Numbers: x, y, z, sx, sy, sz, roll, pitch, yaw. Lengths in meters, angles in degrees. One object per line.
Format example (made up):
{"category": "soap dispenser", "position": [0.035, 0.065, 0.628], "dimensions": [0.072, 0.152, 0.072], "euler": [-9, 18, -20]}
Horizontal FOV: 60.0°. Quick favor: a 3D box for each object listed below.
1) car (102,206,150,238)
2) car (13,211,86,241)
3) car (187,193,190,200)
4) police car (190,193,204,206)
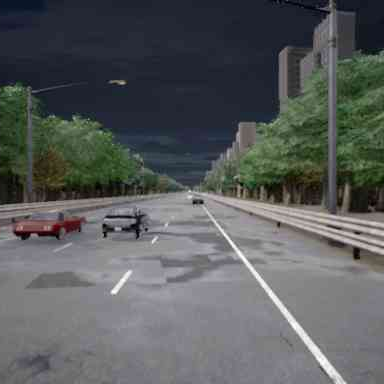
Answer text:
{"category": "car", "position": [-3.409, 1.496, 17.748], "dimensions": [2.128, 1.511, 4.902], "euler": [0, 0, 0]}
{"category": "car", "position": [-6.906, 1.605, 16.775], "dimensions": [1.895, 1.301, 4.718], "euler": [0, 0, 0]}
{"category": "car", "position": [-0.039, 1.184, 90.938], "dimensions": [2.150, 2.045, 5.566], "euler": [0, 0, 0]}
{"category": "police car", "position": [1.026, 1.415, 56.089], "dimensions": [1.930, 1.638, 5.238], "euler": [0, 0, 0]}
